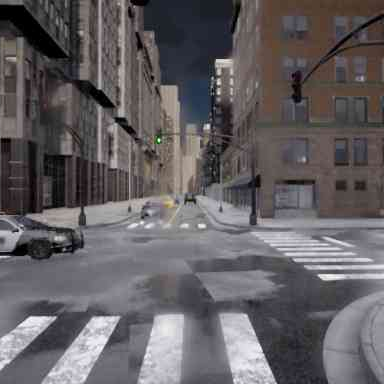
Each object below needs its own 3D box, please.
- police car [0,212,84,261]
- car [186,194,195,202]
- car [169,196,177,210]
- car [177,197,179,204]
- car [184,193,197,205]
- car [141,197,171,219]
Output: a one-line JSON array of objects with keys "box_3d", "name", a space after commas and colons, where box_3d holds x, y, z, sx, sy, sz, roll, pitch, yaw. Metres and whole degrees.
[{"box_3d": [-6.477, 1.530, 11.778, 4.974, 1.542, 2.038, -1, 0, 0], "name": "police car"}, {"box_3d": [-0.362, 1.264, 69.849, 1.812, 1.442, 4.674, 0, 0, 0], "name": "car"}, {"box_3d": [-3.311, 1.440, 42.992, 1.882, 1.535, 5.008, 0, 1, 0], "name": "car"}, {"box_3d": [-3.347, 1.408, 59.791, 1.882, 1.535, 5.008, 0, 0, 0], "name": "car"}, {"box_3d": [-0.308, 1.153, 59.454, 2.150, 2.045, 5.566, 0, 0, 0], "name": "car"}, {"box_3d": [-3.238, 1.473, 28.585, 2.128, 1.511, 4.902, 0, 0, -1], "name": "car"}]
